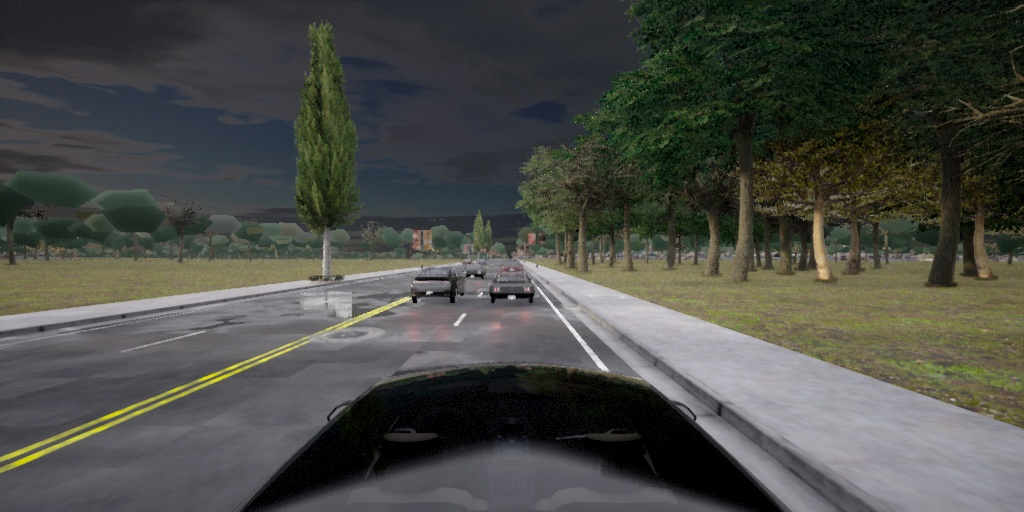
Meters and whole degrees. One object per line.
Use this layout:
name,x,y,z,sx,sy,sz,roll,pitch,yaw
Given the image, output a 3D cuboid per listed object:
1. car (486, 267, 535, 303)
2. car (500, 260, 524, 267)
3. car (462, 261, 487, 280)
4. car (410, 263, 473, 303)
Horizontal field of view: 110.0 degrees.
car,0.000,1.368,16.530,1.895,1.301,4.718,0,0,0
car,0.000,1.130,31.471,2.097,1.767,4.553,0,0,0
car,-3.250,1.380,31.530,1.895,1.301,4.718,0,0,0
car,-3.250,1.247,16.500,2.128,1.511,4.902,0,0,0
